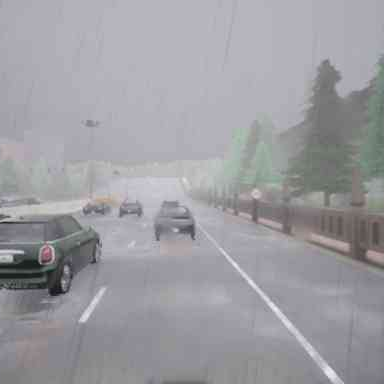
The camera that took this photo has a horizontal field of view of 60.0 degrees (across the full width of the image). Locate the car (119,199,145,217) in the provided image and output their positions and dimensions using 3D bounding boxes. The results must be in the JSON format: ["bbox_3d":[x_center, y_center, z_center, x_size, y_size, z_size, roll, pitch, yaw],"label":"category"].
[{"bbox_3d":[-5.352,1.403,29.943,2.128,1.511,4.902,0,0,-4],"label":"car"}]

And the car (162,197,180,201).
[{"bbox_3d":[-2.393,1.339,37.345,1.882,1.535,5.008,0,0,-4],"label":"car"}]

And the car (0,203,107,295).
[{"bbox_3d":[-3.860,1.342,8.783,2.097,1.767,4.553,0,0,-3],"label":"car"}]

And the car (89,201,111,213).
[{"bbox_3d":[-9.017,1.530,32.046,1.895,1.301,4.718,0,0,-4],"label":"car"}]

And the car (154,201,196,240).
[{"bbox_3d":[-0.868,1.428,16.642,2.128,1.511,4.902,0,0,-4],"label":"car"}]

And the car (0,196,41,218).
[{"bbox_3d":[-16.167,1.333,31.392,2.097,1.767,4.553,0,0,-4],"label":"car"}]
